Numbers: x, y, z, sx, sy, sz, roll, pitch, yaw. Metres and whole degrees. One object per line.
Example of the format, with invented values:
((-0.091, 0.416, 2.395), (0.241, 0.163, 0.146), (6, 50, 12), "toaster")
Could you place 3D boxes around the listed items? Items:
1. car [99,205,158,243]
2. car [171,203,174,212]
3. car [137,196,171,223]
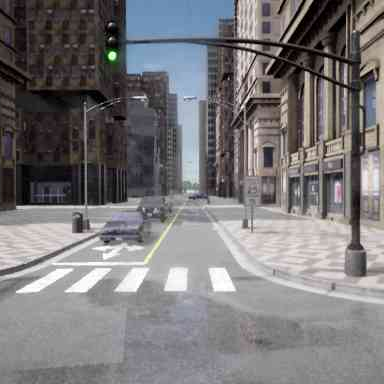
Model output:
((-3.124, 1.630, 16.827), (2.033, 1.411, 5.357), (0, 0, 0), "car")
((-3.127, 1.662, 37.377), (1.812, 1.442, 4.674), (0, 0, 0), "car")
((-3.132, 1.331, 27.046), (2.150, 2.045, 5.566), (0, 0, -1), "car")
